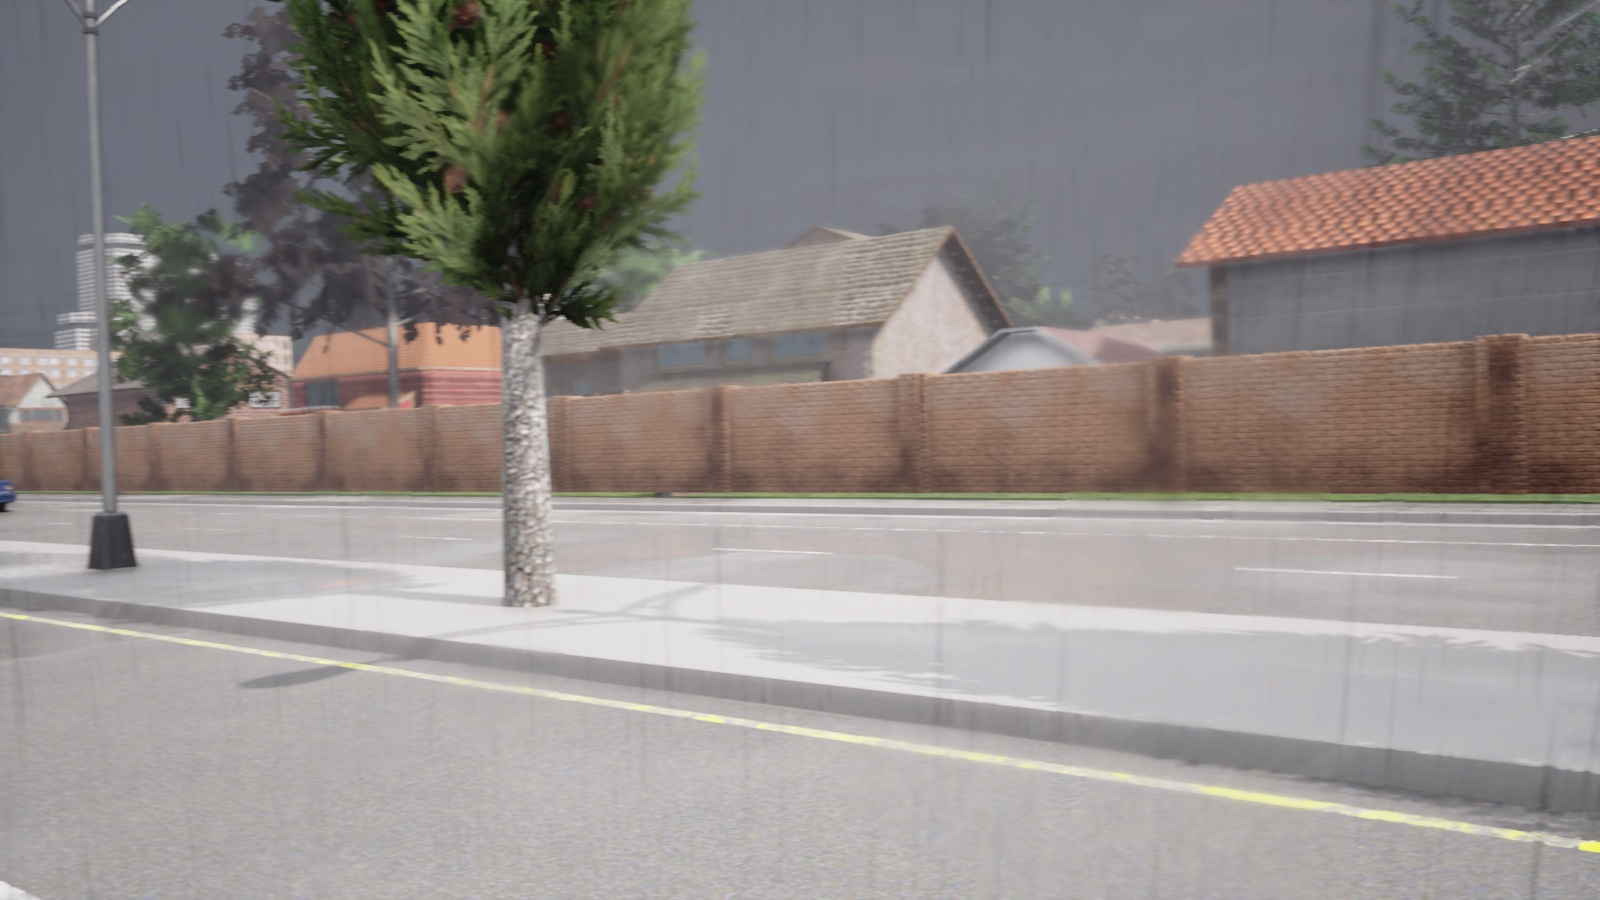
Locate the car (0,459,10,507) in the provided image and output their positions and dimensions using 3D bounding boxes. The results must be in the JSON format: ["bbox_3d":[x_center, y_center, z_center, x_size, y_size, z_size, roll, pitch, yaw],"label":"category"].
[{"bbox_3d":[-26.390,1.040,38.291,5.357,1.411,2.033,-1,1,37],"label":"car"}]
